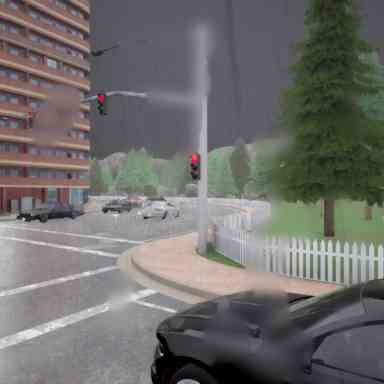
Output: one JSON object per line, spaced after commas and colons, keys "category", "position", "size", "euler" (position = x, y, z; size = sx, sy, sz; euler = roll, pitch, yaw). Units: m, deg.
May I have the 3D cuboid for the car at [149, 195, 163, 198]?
{"category": "car", "position": [-7.745, 1.448, 69.350], "size": [1.837, 1.490, 4.892], "euler": [0, 0, -42]}

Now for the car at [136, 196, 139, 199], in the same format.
{"category": "car", "position": [-8.119, 1.296, 45.702], "size": [2.097, 1.767, 4.553], "euler": [0, 0, -11]}

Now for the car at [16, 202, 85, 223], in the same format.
{"category": "car", "position": [-10.641, 1.492, 25.586], "size": [2.033, 1.411, 5.357], "euler": [0, 0, 24]}

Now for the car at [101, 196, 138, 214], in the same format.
{"category": "car", "position": [-7.821, 1.492, 35.405], "size": [2.033, 1.411, 5.357], "euler": [0, 0, 7]}

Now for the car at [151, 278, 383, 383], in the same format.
{"category": "car", "position": [1.873, 1.478, 2.653], "size": [5.008, 1.535, 1.882], "euler": [0, 0, 36]}

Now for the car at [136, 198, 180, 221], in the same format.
{"category": "car", "position": [-2.436, 1.470, 26.795], "size": [1.812, 1.442, 4.674], "euler": [0, 0, 18]}
